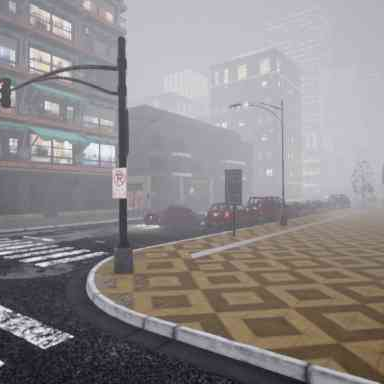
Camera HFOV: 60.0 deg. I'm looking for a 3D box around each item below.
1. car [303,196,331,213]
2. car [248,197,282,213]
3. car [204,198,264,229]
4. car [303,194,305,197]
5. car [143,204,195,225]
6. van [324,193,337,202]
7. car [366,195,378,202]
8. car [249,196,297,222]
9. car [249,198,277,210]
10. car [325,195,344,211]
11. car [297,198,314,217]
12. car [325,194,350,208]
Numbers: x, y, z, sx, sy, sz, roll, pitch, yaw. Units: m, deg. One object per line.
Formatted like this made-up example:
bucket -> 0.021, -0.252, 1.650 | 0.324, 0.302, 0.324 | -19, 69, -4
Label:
car -> 12.458, 1.421, 34.231 | 1.887, 1.381, 4.507 | -1, 0, 36
car -> 8.429, 1.421, 37.877 | 1.882, 1.535, 5.008 | -1, 0, 36
car -> 2.519, 1.353, 20.712 | 1.967, 1.590, 4.097 | -1, 0, 36
car -> 22.573, 1.440, 61.293 | 1.752, 1.417, 4.829 | -1, 0, 36
car -> -1.610, 1.543, 24.238 | 1.994, 1.385, 4.181 | -1, 0, 36
van -> 29.297, 1.229, 70.443 | 1.690, 1.788, 3.998 | -1, 0, 36
car -> 35.648, 1.334, 65.775 | 1.887, 1.381, 4.507 | -1, 0, 36
car -> 5.831, 1.216, 25.219 | 2.192, 1.841, 5.009 | -1, 0, 36
car -> 9.322, 1.489, 43.267 | 1.752, 1.417, 4.829 | -1, 0, 36
car -> 15.771, 1.415, 38.737 | 2.008, 1.369, 4.403 | -1, 0, 36
car -> 9.146, 1.471, 29.724 | 1.802, 1.307, 4.206 | -1, 0, 36
car -> 19.082, 1.168, 43.244 | 2.192, 1.841, 5.009 | -1, 0, 36
